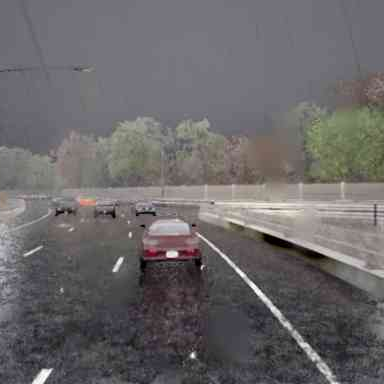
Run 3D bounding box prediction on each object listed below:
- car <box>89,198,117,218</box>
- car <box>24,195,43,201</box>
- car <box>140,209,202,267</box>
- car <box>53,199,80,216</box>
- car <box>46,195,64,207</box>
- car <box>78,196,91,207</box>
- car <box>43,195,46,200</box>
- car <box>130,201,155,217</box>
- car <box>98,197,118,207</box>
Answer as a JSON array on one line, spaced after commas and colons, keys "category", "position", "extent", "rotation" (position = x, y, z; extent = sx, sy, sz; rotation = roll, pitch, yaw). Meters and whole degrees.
[{"category": "car", "position": [-8.228, 1.507, 31.065], "extent": [2.128, 1.511, 4.902], "rotation": [0, 0, -17]}, {"category": "car", "position": [-38.549, 1.524, 79.889], "extent": [5.357, 1.411, 2.033], "rotation": [0, 0, 41]}, {"category": "car", "position": [-0.782, 1.520, 11.316], "extent": [1.812, 1.442, 4.674], "rotation": [0, 0, -6]}, {"category": "car", "position": [-12.585, 1.636, 33.480], "extent": [1.895, 1.301, 4.718], "rotation": [0, 0, -19]}, {"category": "car", "position": [-20.835, 1.553, 51.680], "extent": [2.128, 1.511, 4.902], "rotation": [0, 0, -30]}, {"category": "car", "position": [-16.641, 1.393, 51.271], "extent": [2.097, 1.767, 4.553], "rotation": [0, 0, -29]}, {"category": "car", "position": [-35.747, 1.483, 82.142], "extent": [4.892, 1.490, 1.837], "rotation": [0, 0, 41]}, {"category": "car", "position": [-4.725, 1.544, 31.802], "extent": [2.033, 1.411, 5.357], "rotation": [0, 0, -17]}, {"category": "car", "position": [-13.347, 1.587, 52.515], "extent": [1.994, 1.385, 4.181], "rotation": [0, 0, -29]}]
